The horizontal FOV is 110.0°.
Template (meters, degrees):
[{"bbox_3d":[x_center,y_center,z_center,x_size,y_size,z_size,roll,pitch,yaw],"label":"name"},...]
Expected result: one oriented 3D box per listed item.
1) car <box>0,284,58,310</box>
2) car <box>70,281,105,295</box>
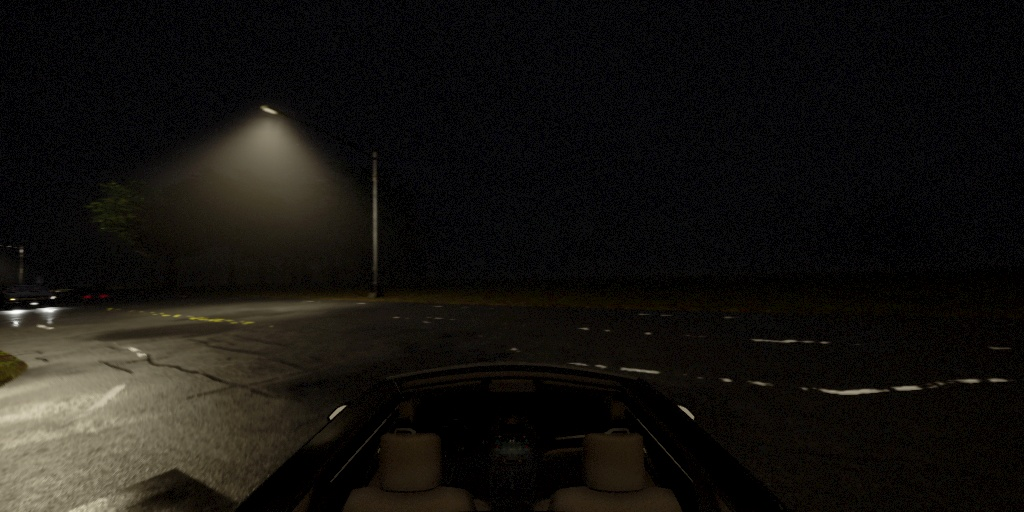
[{"bbox_3d":[-30.492,2.512,22.477,5.357,1.411,2.033,-2,-3,30],"label":"car"},{"bbox_3d":[-46.582,3.494,39.381,4.902,1.511,2.128,-3,-3,29],"label":"car"}]
